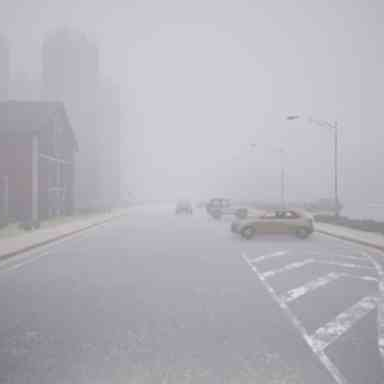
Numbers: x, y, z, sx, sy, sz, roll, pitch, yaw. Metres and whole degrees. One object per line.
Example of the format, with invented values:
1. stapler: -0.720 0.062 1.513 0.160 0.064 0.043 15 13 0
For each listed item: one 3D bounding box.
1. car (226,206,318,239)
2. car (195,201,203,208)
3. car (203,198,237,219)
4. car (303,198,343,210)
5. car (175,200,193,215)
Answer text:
1. car: 4.122 1.638 17.483 4.193 1.474 1.816 0 0 -1
2. car: 2.737 1.900 55.150 4.611 1.667 2.242 0 0 -1
3. car: 3.261 1.548 30.951 3.866 1.878 1.905 0 0 -1
4. car: 16.292 1.619 41.426 4.605 1.855 1.932 0 0 -1
5. car: -0.911 1.891 37.896 1.895 1.301 4.718 0 0 -2
